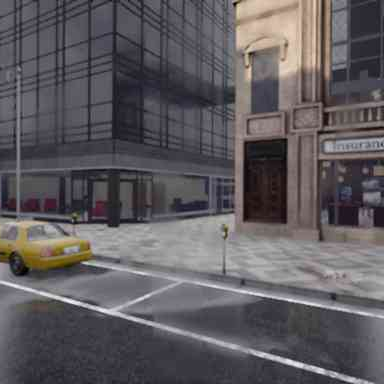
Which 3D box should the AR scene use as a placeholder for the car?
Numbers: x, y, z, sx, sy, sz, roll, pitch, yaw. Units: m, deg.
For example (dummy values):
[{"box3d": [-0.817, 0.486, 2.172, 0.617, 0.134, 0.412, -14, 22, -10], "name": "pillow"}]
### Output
[{"box3d": [-5.057, 1.411, 9.737, 4.829, 1.417, 1.752, 1, 0, 32], "name": "car"}]
